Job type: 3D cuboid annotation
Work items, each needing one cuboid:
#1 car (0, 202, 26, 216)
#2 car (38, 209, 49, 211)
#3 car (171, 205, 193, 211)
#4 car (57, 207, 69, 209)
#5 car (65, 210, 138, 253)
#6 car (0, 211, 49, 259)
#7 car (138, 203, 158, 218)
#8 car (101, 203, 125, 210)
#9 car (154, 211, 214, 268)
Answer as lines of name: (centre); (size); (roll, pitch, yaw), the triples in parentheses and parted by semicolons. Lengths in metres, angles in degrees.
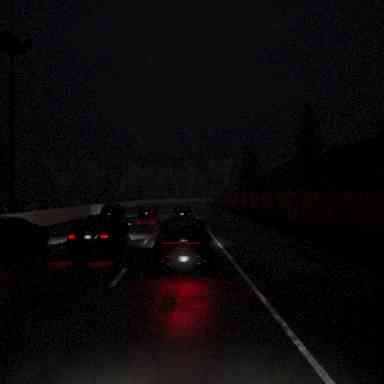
car: (-22.457, 2.010, 40.755); (1.837, 1.490, 4.892); (0, -1, -2)
car: (-18.949, 2.024, 40.597); (1.812, 1.442, 4.674); (0, -1, -2)
car: (-0.890, 1.892, 29.681); (2.033, 1.411, 5.357); (0, -1, -2)
car: (-15.456, 2.059, 40.852); (1.994, 1.385, 4.181); (0, -1, -2)
car: (-3.876, 1.723, 14.606); (2.033, 1.411, 5.357); (0, -1, -2)
car: (-7.333, 1.689, 13.128); (1.812, 1.442, 4.674); (0, 0, -2)
car: (-4.579, 1.938, 35.129); (1.812, 1.442, 4.674); (0, -1, -2)
car: (-8.033, 1.910, 34.008); (1.837, 1.490, 4.892); (0, -1, -2)
car: (-0.297, 1.645, 11.831); (1.837, 1.490, 4.892); (0, 0, -2)
